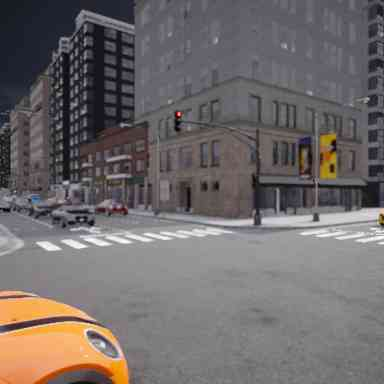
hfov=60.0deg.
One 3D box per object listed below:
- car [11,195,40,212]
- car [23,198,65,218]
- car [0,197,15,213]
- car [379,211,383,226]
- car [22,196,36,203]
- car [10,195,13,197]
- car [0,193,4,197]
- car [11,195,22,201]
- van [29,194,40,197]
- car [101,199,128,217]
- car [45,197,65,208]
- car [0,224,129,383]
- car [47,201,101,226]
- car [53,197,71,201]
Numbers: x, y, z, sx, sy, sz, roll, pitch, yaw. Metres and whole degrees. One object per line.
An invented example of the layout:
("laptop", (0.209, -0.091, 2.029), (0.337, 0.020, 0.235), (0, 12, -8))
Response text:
("car", (-18.958, 1.452, 37.672), (1.837, 1.490, 4.892), (0, 0, -35))
("car", (-13.278, 1.498, 29.602), (2.033, 1.411, 5.357), (0, 0, -35))
("car", (-20.449, 1.512, 35.365), (1.947, 1.339, 4.313), (0, 0, -35))
("car", (14.143, 1.411, 21.748), (5.008, 1.535, 1.882), (0, 0, -35))
("car", (-32.756, 1.532, 66.725), (1.947, 1.339, 4.313), (0, 0, -35))
("car", (-27.595, 1.514, 50.066), (1.812, 1.442, 4.674), (0, 0, -35))
("car", (-23.593, 1.261, 39.822), (2.192, 1.841, 5.009), (0, 0, -35))
("car", (-42.288, 1.503, 80.233), (1.752, 1.417, 4.829), (0, 0, -35))
("van", (-29.612, 1.303, 62.269), (1.690, 1.788, 3.998), (0, 0, -35))
("car", (-7.602, 1.396, 31.078), (1.967, 1.590, 4.097), (0, 0, -35))
("car", (-20.277, 1.477, 49.040), (1.752, 1.417, 4.829), (0, 0, -35))
("car", (-2.671, 1.354, 2.190), (4.553, 1.767, 2.097), (0, 0, -44))
("car", (-7.895, 1.523, 21.974), (1.994, 1.385, 4.181), (0, 0, -36))
("car", (-17.035, 1.533, 44.445), (1.802, 1.307, 4.206), (0, 0, -35))
